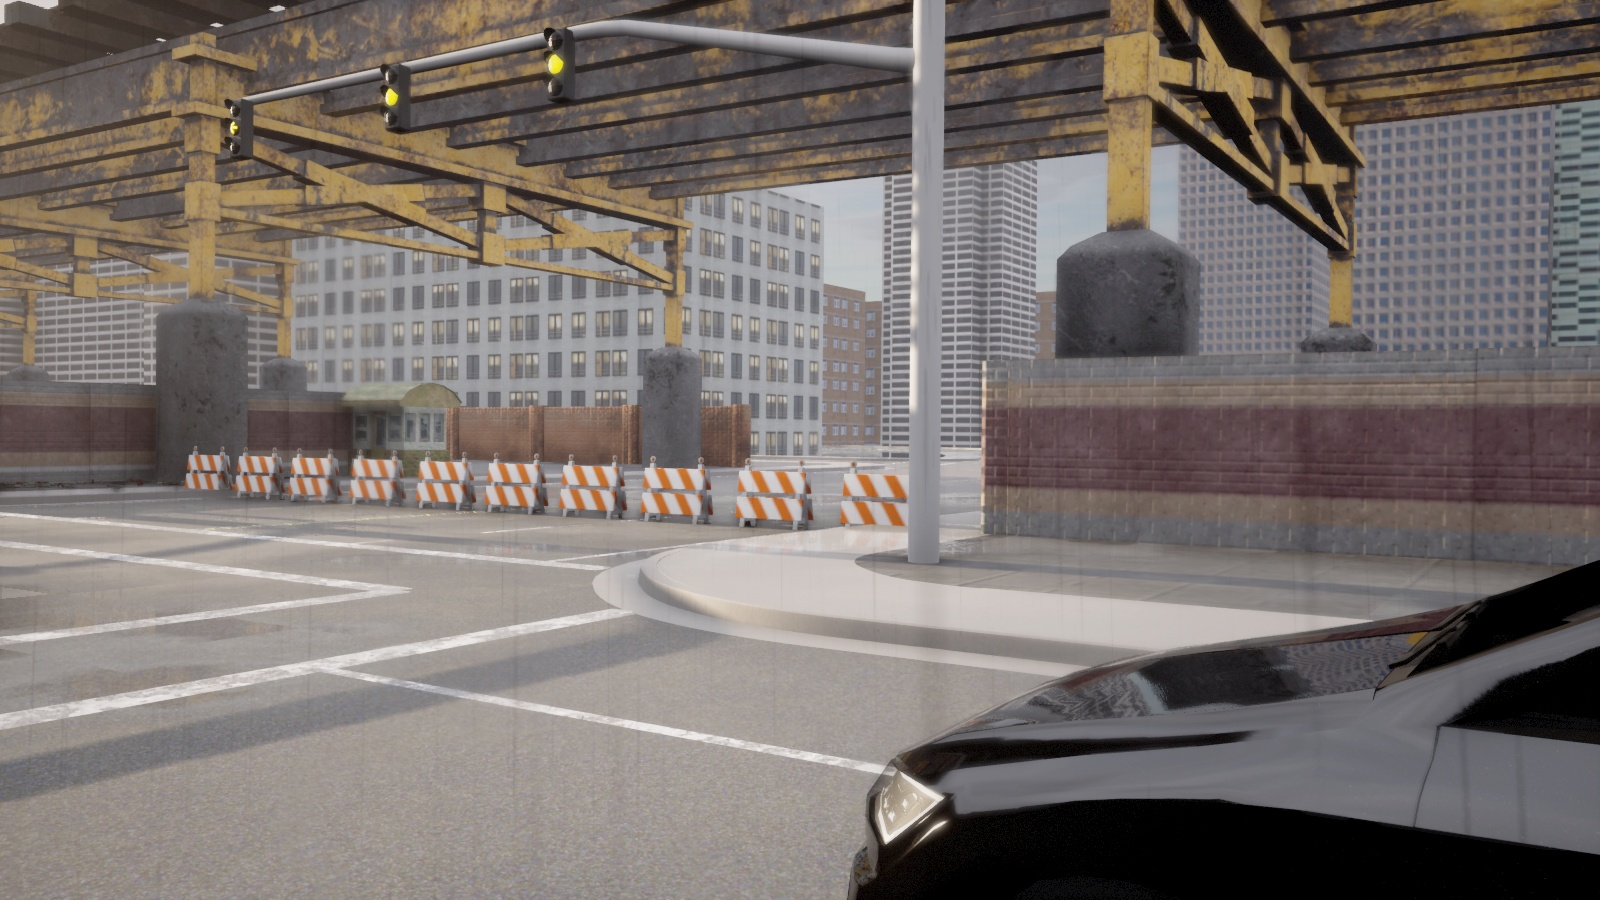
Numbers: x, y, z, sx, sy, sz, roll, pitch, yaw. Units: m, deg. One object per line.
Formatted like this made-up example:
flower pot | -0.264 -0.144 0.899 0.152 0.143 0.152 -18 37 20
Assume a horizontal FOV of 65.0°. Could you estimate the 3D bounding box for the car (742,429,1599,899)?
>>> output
car | 2.136 0.696 2.204 4.193 1.474 1.816 0 1 34
